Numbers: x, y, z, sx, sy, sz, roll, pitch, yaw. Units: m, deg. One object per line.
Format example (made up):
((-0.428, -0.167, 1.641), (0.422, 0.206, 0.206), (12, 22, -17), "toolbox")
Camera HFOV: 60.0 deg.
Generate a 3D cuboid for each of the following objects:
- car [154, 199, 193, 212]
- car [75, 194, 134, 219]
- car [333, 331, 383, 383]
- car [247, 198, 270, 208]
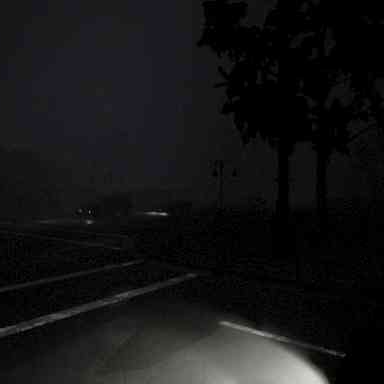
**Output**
((-1.989, 1.547, 38.486), (2.033, 1.411, 5.357), (0, 0, 34), "car")
((-7.737, 1.221, 29.985), (2.150, 2.045, 5.566), (0, 0, 35), "car")
((2.968, 1.564, 1.857), (4.181, 1.385, 1.994), (0, 0, 36), "car")
((9.884, 1.545, 49.549), (2.033, 1.411, 5.357), (0, 0, 32), "car")
